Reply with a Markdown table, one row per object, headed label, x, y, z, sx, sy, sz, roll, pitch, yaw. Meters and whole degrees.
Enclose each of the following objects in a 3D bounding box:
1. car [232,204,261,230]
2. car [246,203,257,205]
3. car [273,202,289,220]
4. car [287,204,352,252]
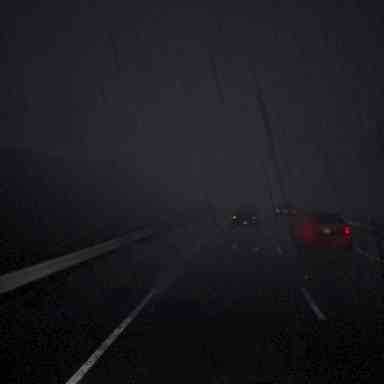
| label | x | y | z | sx | sy | sz | roll | pitch | yaw |
| --- | --- | --- | --- | --- | --- | --- | --- | --- | --- |
| car | 3.916 | 1.871 | 23.924 | 1.812 | 1.442 | 4.674 | 1 | -1 | 11 |
| car | 7.396 | 2.118 | 41.765 | 1.837 | 1.490 | 4.892 | 1 | -1 | 11 |
| car | 9.527 | 1.938 | 34.359 | 2.097 | 1.767 | 4.553 | 1 | -1 | 11 |
| car | 5.988 | 1.661 | 15.885 | 2.097 | 1.767 | 4.553 | 1 | -1 | 10 |
